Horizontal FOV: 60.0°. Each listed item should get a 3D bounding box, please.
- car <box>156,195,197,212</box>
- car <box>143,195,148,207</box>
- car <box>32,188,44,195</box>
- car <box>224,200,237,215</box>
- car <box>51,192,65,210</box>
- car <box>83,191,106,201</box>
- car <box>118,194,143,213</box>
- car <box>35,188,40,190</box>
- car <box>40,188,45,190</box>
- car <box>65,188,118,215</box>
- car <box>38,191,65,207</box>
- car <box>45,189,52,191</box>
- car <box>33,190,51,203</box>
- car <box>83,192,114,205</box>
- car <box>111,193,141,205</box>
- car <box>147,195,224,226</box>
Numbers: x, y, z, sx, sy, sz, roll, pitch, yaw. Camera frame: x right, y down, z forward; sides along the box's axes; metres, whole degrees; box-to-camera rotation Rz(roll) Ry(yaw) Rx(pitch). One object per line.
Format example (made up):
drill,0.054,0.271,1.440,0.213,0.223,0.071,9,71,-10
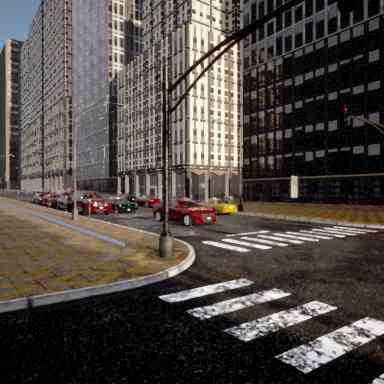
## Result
car,-1.582,1.066,32.173,1.947,1.339,4.313,1,0,-36
car,-4.892,0.977,36.713,1.802,1.307,4.206,1,0,-36
car,-37.995,-0.208,82.123,1.967,1.590,4.097,1,0,-36
car,1.698,1.127,27.823,1.752,1.417,4.829,1,0,-36
car,-11.659,0.987,31.770,1.947,1.339,4.313,1,0,-36
car,-14.824,0.646,50.337,1.947,1.339,4.313,1,0,-36
car,-6.475,1.112,29.035,1.895,1.301,4.718,0,1,-36
car,-34.685,-0.104,77.583,1.967,1.590,4.097,1,0,-36
car,-31.376,0.104,73.042,1.887,1.381,4.507,1,0,-36
car,-8.343,0.841,27.228,2.192,1.841,5.009,1,0,-36
car,-14.968,0.861,36.310,1.887,1.381,4.507,1,0,-36
car,-28.066,0.214,68.501,2.008,1.369,4.403,1,0,-36
car,-18.279,0.794,40.851,1.802,1.307,4.206,1,0,-36
car,-11.868,0.796,41.865,2.033,1.411,5.357,0,1,-36
car,-8.203,0.856,41.254,1.947,1.339,4.313,1,0,-36
car,-0.567,1.177,20.921,1.882,1.535,5.008,0,1,-38
